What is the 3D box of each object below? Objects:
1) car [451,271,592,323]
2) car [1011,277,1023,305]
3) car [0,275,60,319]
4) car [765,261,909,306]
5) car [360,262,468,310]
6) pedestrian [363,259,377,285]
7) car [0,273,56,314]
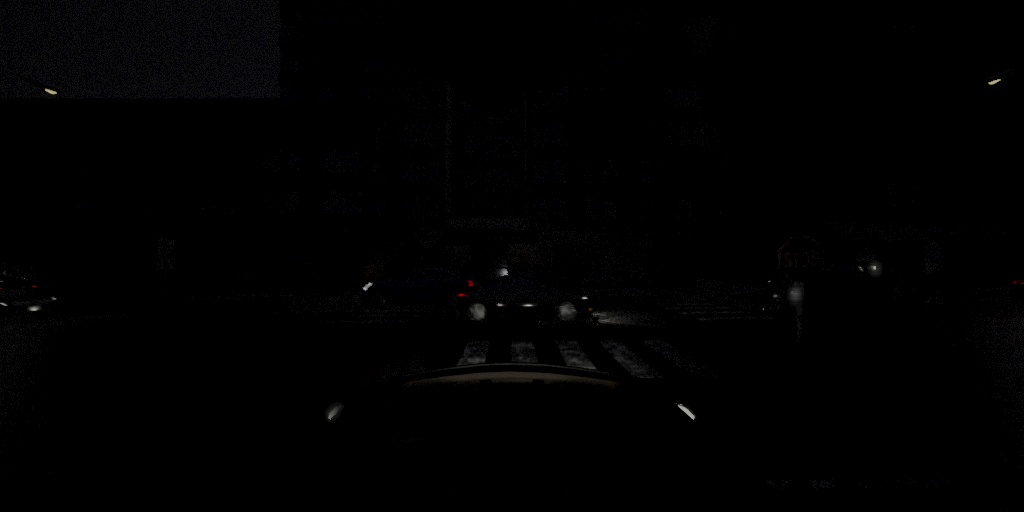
[{"bbox_3d":[0.377,1.302,11.463,4.181,1.385,1.994,0,0,0],"label":"car"},{"bbox_3d":[19.345,1.021,11.467,5.008,1.535,1.882,0,-1,0],"label":"car"},{"bbox_3d":[-17.599,1.437,11.486,4.674,1.442,1.812,-1,-1,0],"label":"car"},{"bbox_3d":[12.849,1.007,14.426,4.553,1.767,2.097,0,-1,0],"label":"car"},{"bbox_3d":[-3.614,1.159,14.432,4.553,1.767,2.097,-1,-1,0],"label":"car"},{"bbox_3d":[-6.876,1.037,17.348,0.375,1.860,0.375,0,0,0],"label":"pedestrian"},{"bbox_3d":[-22.181,1.522,14.440,4.902,1.511,2.128,-1,-1,0],"label":"car"}]
